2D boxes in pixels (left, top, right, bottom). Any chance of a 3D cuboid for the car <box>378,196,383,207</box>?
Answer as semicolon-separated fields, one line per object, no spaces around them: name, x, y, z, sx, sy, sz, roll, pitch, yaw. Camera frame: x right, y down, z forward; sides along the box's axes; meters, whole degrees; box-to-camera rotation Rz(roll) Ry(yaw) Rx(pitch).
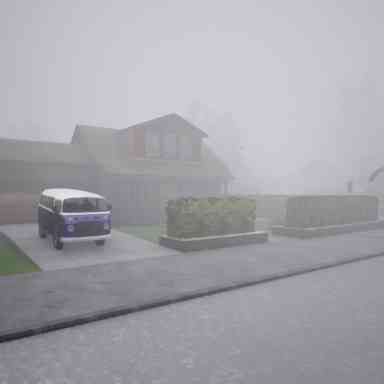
car;24.632;0.986;41.423;3.866;1.878;1.905;0;0;-1
